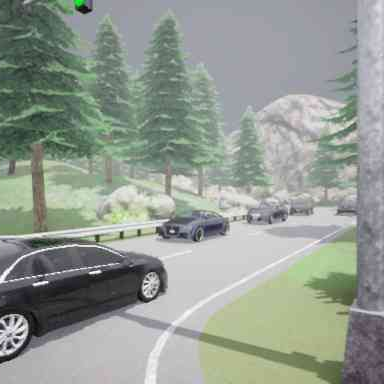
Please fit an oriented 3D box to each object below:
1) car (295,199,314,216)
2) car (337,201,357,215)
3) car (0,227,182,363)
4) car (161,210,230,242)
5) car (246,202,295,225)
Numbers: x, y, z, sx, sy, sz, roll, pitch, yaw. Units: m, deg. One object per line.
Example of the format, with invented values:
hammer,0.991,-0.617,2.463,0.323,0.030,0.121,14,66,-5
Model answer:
car,11.096,1.535,33.528,1.837,1.490,4.892,0,0,26
car,16.132,1.616,34.284,2.033,1.411,5.357,0,0,30
car,-2.402,1.579,6.065,1.837,1.490,4.892,0,-2,33
car,0.210,1.582,16.558,1.994,1.385,4.181,0,0,33
car,5.687,1.516,24.859,2.128,1.511,4.902,0,0,34
